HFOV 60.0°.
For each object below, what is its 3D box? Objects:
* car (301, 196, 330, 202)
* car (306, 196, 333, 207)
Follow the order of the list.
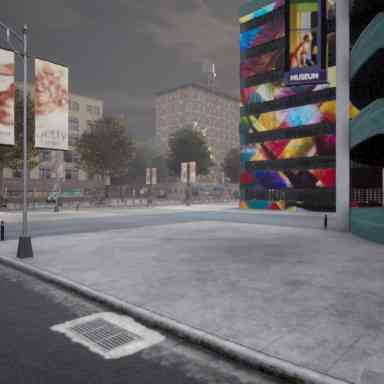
[{"bbox_3d":[14.255,1.320,39.330,2.002,1.452,4.674,0,0,43],"label":"car"},{"bbox_3d":[19.579,1.413,51.052,2.161,1.482,4.786,0,0,43],"label":"car"}]
